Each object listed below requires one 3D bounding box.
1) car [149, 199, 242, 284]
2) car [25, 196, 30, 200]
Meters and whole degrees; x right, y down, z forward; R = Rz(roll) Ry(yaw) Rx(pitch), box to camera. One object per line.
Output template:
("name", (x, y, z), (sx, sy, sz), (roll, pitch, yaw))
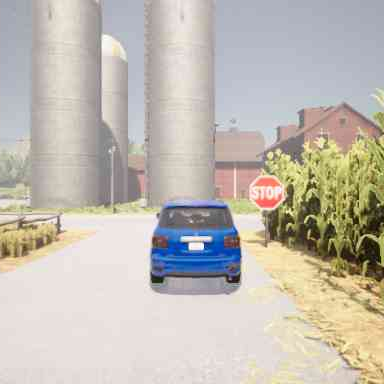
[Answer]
("car", (0.084, 1.214, 9.657), (2.150, 2.045, 5.566), (0, 0, 0))
("car", (-37.061, 1.182, 78.227), (3.866, 1.878, 1.905), (0, 0, 0))
